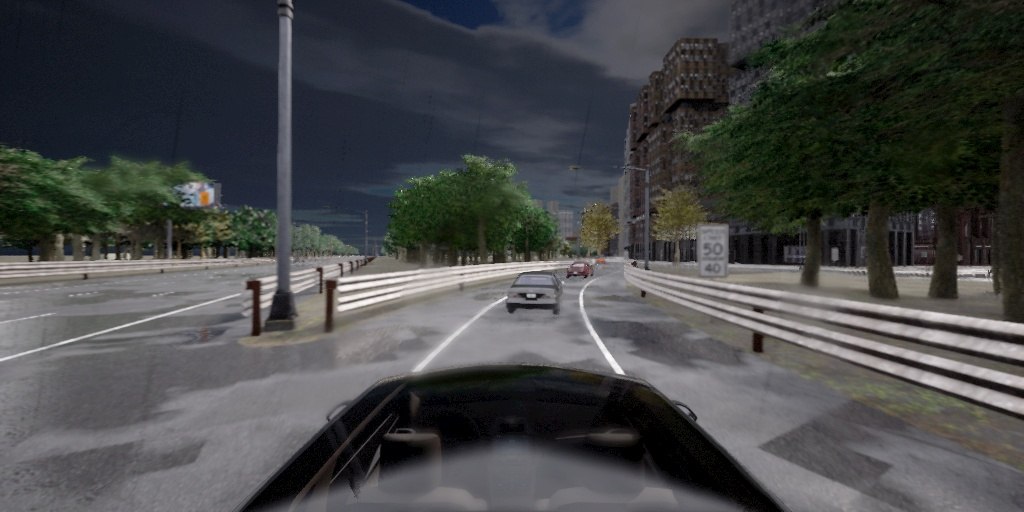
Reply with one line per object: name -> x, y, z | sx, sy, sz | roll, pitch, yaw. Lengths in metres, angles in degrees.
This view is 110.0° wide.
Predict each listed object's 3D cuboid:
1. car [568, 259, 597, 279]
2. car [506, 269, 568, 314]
car -> 6.316, 1.271, 32.987 | 1.812, 1.442, 4.674 | 0, 0, 22
car -> 0.996, 1.292, 13.767 | 2.033, 1.411, 5.357 | 0, 0, 9
